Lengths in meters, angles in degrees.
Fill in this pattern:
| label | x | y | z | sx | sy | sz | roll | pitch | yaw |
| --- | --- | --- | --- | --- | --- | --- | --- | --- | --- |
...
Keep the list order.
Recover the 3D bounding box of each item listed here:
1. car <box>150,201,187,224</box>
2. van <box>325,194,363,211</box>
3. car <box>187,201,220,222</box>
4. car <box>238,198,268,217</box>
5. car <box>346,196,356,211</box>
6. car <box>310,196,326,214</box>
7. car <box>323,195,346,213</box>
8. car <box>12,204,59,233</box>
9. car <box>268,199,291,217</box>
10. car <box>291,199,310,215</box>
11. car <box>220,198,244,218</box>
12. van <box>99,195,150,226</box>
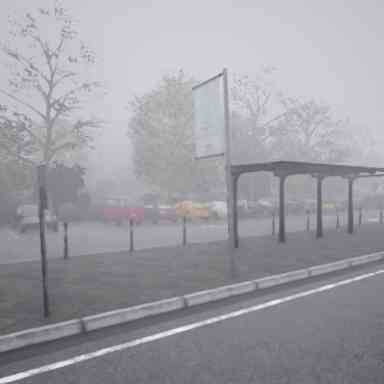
| label | x | y | z | sx | sy | sz | roll | pitch | yaw |
| --- | --- | --- | --- | --- | --- | --- | --- | --- | --- |
| car | -2.690 | 1.511 | 24.768 | 2.002 | 1.452 | 4.674 | 0 | 0 | -35 |
| van | 17.706 | 1.224 | 39.189 | 1.878 | 1.987 | 4.442 | 0 | 0 | -35 |
| car | -0.428 | 1.467 | 26.380 | 2.097 | 1.535 | 5.008 | 0 | 0 | -36 |
| car | 4.068 | 1.336 | 29.635 | 2.185 | 1.767 | 4.553 | 0 | 0 | -36 |
| car | 15.364 | 1.481 | 37.697 | 2.163 | 1.488 | 4.792 | 0 | 0 | -36 |
| car | 10.845 | 1.484 | 34.471 | 2.163 | 1.488 | 4.792 | 0 | 0 | -36 |
| car | 13.228 | 1.450 | 35.908 | 1.946 | 1.575 | 5.366 | 0 | 0 | -35 |
| car | -9.450 | 1.511 | 19.909 | 2.163 | 1.488 | 4.792 | 0 | 0 | -36 |
| car | 6.342 | 1.459 | 31.227 | 2.097 | 1.535 | 5.008 | 0 | 0 | -36 |
| car | 8.608 | 1.458 | 32.830 | 2.231 | 1.521 | 4.892 | 0 | 0 | -36 |
| car | 1.829 | 1.504 | 27.995 | 2.002 | 1.452 | 4.674 | 0 | 0 | -36 |
| van | -5.018 | 1.248 | 23.253 | 1.878 | 1.987 | 4.442 | 0 | 0 | -36 |
